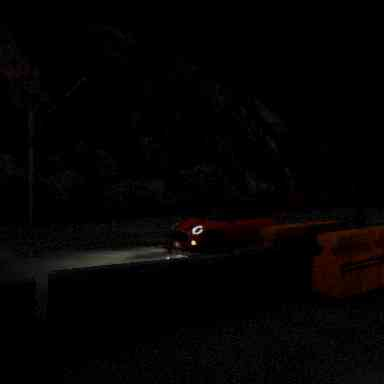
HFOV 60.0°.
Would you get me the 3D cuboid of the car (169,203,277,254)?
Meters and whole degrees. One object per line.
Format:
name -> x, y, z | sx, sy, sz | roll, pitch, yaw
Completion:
car -> 1.329, 1.336, 13.479 | 4.553, 1.767, 2.097 | 0, 0, -33
